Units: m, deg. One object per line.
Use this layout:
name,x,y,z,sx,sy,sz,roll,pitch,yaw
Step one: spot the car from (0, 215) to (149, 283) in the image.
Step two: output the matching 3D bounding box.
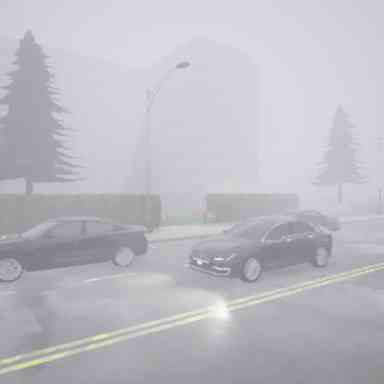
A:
car,-3.726,1.478,9.882,5.008,1.535,1.882,0,0,-35

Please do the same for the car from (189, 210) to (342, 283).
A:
car,2.179,1.505,9.758,4.892,1.490,1.837,-1,0,-35

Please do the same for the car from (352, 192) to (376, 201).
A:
car,42.310,1.418,81.819,1.970,1.475,3.806,0,0,-36

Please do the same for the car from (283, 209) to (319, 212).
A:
car,5.062,1.551,16.082,5.357,1.411,2.033,0,0,-36
